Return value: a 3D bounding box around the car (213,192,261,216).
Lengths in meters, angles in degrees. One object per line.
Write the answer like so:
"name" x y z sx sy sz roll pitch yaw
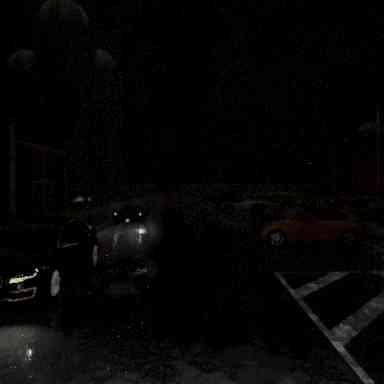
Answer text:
"car" 3.858 0.934 26.643 3.866 1.878 1.905 0 1 0

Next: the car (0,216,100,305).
"car" -3.659 1.408 8.148 1.837 1.490 4.892 0 1 -1

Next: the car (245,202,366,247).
"car" 4.464 1.306 13.166 4.193 1.474 1.816 0 1 0

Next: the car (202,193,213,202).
"car" 3.791 0.774 50.849 4.611 1.667 2.242 0 1 0

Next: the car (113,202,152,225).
"car" -3.760 1.324 21.550 1.895 1.301 4.718 0 1 0

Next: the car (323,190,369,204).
"car" 17.083 0.733 36.869 4.605 1.855 1.932 0 1 0
